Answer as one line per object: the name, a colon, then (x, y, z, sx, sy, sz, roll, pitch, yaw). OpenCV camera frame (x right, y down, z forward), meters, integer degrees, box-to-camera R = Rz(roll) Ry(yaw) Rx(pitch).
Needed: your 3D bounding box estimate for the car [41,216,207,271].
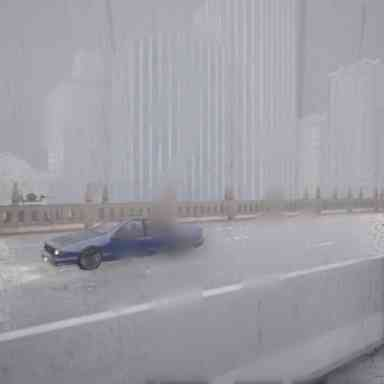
car: (-2.038, 1.548, 11.131, 5.357, 1.411, 2.033, 0, 0, -36)
